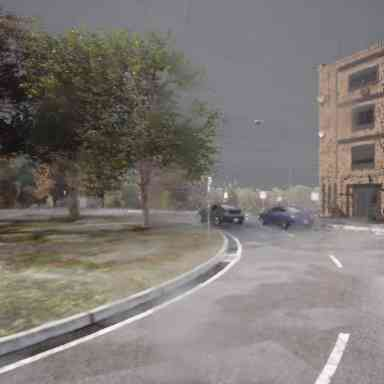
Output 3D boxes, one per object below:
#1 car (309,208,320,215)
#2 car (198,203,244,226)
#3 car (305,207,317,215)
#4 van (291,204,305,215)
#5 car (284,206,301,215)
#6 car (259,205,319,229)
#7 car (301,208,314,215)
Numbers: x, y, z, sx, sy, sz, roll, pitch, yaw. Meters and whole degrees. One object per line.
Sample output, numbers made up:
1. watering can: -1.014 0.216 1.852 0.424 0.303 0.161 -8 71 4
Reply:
1. car: 31.423 5.019 85.278 2.185 1.767 4.553 0 -4 28
2. car: 2.005 1.577 24.165 1.837 1.490 4.892 1 -1 -22
3. car: 28.830 4.669 80.411 2.185 1.767 4.553 0 -4 28
4. van: 21.067 3.521 65.837 1.878 1.987 4.442 0 -4 28
5. car: 18.427 3.421 60.879 2.163 1.488 4.792 0 -4 28
6. car: 6.164 1.601 22.003 1.812 1.442 4.674 1 0 -15
7. car: 26.188 4.479 75.450 2.002 1.452 4.674 0 -4 28
